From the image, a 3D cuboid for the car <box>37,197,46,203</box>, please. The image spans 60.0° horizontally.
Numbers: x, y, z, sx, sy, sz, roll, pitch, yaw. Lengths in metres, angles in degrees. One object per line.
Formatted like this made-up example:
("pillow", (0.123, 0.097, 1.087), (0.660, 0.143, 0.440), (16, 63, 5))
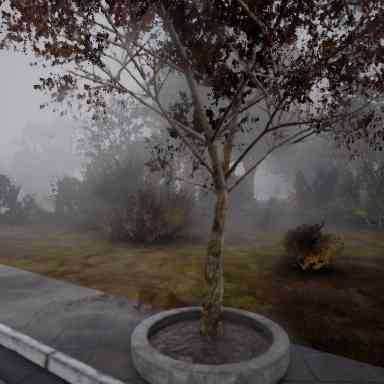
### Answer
("car", (-20.198, 1.152, 47.212), (1.837, 1.490, 4.892), (1, 0, 32))
